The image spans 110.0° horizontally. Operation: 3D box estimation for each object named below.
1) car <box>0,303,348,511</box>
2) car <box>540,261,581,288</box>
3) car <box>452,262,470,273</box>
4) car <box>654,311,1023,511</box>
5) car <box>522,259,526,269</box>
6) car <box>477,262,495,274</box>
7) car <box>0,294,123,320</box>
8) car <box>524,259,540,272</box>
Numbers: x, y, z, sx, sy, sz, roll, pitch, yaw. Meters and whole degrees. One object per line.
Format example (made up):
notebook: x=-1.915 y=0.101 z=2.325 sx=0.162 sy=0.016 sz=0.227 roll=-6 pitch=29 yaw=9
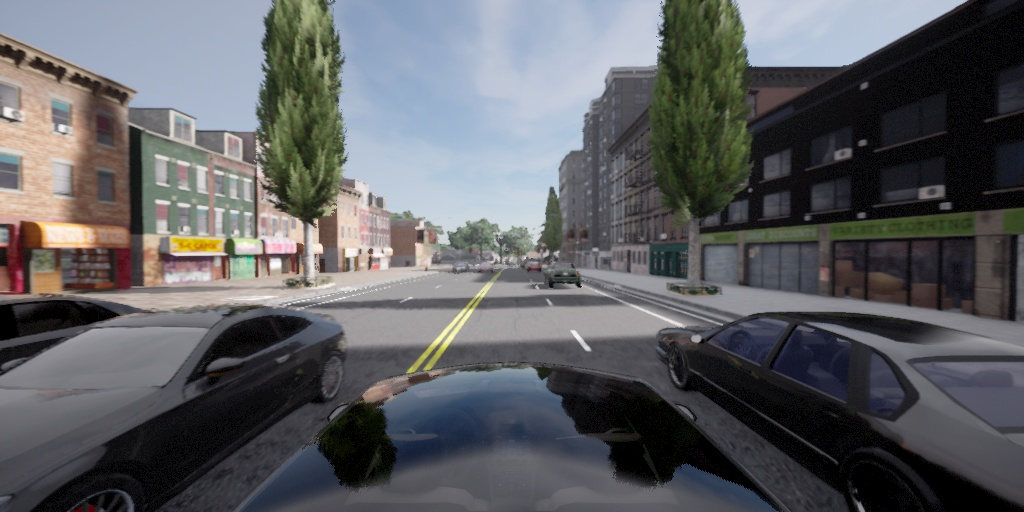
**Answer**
car: x=-3.347 y=1.276 z=3.616 sx=1.812 sy=1.442 sz=4.674 roll=0 pitch=0 yaw=0
car: x=3.353 y=1.145 z=24.577 sx=2.097 sy=1.767 sz=4.553 roll=0 pitch=0 yaw=0
car: x=-6.568 y=1.472 z=46.495 sx=2.128 sy=1.511 sz=4.902 roll=0 pitch=-1 yaw=0
car: x=3.350 y=1.298 z=3.693 sx=2.033 sy=1.411 sz=5.357 roll=0 pitch=0 yaw=0
car: x=3.262 y=1.684 z=63.896 sx=1.801 sy=1.575 sz=5.366 roll=0 pitch=-1 yaw=0
car: x=-3.315 y=1.505 z=46.382 sx=1.812 sy=1.442 sz=4.674 roll=0 pitch=-1 yaw=0
car: x=-6.598 y=1.255 z=3.935 sx=1.837 sy=1.490 sz=4.892 roll=0 pitch=0 yaw=0
car: x=3.260 y=1.568 z=52.731 sx=2.163 sy=1.488 sz=4.792 roll=0 pitch=-1 yaw=0
